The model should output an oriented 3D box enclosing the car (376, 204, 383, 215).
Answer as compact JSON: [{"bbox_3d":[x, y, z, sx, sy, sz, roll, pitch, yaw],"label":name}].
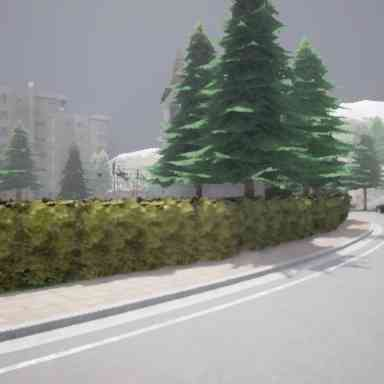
[{"bbox_3d":[21.252,1.693,34.749,2.128,1.511,4.902,0,0,-1],"label":"car"}]
